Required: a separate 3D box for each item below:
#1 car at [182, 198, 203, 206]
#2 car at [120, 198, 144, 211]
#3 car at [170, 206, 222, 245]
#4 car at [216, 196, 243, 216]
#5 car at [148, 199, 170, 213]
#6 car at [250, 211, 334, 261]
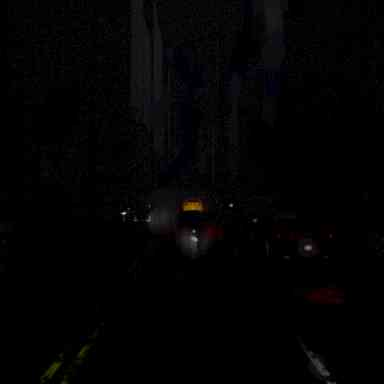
[{"bbox_3d":[0.094,1.297,32.525,1.882,1.535,5.008,0,0,0],"label":"car"},{"bbox_3d":[-6.585,1.338,37.232,2.033,1.411,5.357,0,0,0],"label":"car"},{"bbox_3d":[0.092,1.521,14.994,1.895,1.301,4.718,0,0,0],"label":"car"},{"bbox_3d":[3.340,1.183,30.458,2.097,1.767,4.553,0,0,0],"label":"car"},{"bbox_3d":[-3.342,1.411,33.930,1.895,1.301,4.718,0,0,0],"label":"car"},{"bbox_3d":[3.331,1.414,11.981,1.882,1.535,5.008,0,1,0],"label":"car"}]
